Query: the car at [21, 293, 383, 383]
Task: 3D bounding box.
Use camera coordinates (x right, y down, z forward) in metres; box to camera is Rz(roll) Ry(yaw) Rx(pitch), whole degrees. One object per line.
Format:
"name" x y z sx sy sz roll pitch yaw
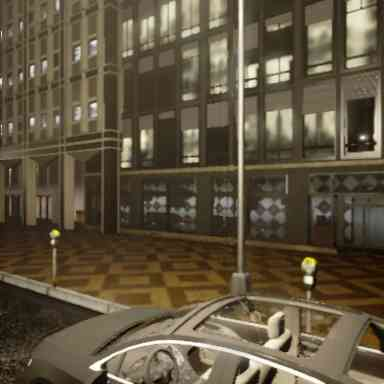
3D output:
"car" 0.369 1.554 2.608 4.403 1.369 2.008 0 0 36
